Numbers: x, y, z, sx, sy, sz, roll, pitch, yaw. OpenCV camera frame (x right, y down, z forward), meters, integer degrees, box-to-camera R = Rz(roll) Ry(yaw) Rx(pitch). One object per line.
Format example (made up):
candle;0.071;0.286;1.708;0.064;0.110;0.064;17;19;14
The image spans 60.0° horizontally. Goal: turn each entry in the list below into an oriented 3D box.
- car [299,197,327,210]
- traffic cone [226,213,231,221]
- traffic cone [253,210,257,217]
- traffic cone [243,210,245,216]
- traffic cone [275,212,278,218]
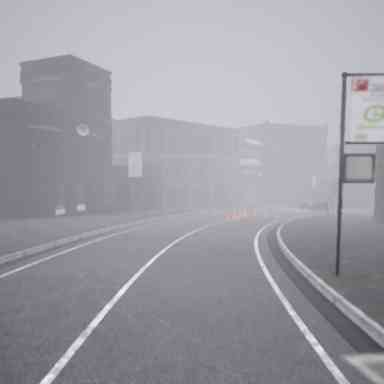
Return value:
car;17.279;1.627;47.352;4.553;1.767;2.097;2;3;-37
traffic cone;2.844;1.945;25.901;0.340;0.580;0.340;2;1;21
traffic cone;5.921;2.002;31.136;0.340;0.580;0.340;3;1;20
traffic cone;4.280;1.957;29.634;0.340;0.580;0.340;2;1;21
traffic cone;7.786;2.085;30.428;0.340;0.580;0.340;3;1;21
